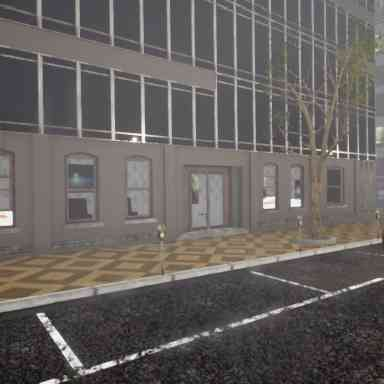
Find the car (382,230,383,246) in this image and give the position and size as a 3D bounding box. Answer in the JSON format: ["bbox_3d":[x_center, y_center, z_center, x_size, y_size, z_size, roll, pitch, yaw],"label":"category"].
[{"bbox_3d":[9.329,1.435,13.248,4.097,1.590,1.967,0,-1,-36],"label":"car"}]
